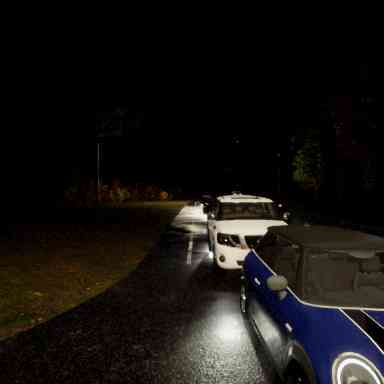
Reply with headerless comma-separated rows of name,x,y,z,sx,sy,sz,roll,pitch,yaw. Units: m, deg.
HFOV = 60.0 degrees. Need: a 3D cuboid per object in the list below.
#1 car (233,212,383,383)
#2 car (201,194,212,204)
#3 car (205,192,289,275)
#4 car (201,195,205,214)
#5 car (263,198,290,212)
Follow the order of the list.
car,1.934,1.338,4.198,2.097,1.767,4.553,0,0,-1
car,2.527,1.178,57.630,1.882,1.535,5.008,0,0,3
car,1.666,1.160,10.542,2.150,2.045,5.566,0,0,1
car,1.983,1.334,32.382,1.837,1.490,4.892,0,0,1
car,9.032,1.378,35.899,1.994,1.385,4.181,0,0,1
